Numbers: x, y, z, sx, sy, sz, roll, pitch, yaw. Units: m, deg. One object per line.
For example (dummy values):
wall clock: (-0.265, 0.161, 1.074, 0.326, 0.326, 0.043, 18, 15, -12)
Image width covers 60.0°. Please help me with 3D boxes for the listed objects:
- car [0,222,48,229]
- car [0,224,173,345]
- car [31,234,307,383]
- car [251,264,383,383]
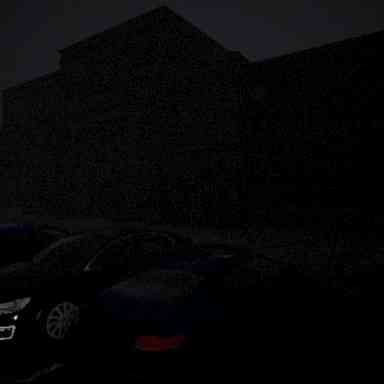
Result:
car: (-4.037, 1.485, 8.227, 2.097, 1.535, 5.008, 0, 0, 35)
car: (-1.767, 1.484, 6.622, 2.231, 1.521, 4.892, 0, 0, 35)
car: (0.389, 1.521, 5.074, 2.002, 1.452, 4.674, 0, 0, 35)
car: (2.670, 1.510, 3.487, 2.163, 1.488, 4.792, 0, 0, 35)
